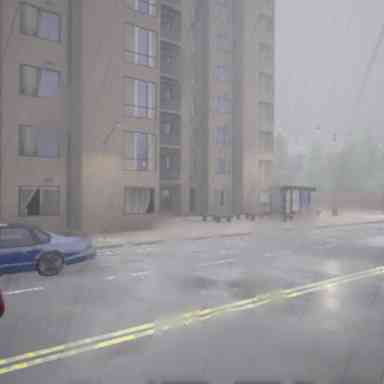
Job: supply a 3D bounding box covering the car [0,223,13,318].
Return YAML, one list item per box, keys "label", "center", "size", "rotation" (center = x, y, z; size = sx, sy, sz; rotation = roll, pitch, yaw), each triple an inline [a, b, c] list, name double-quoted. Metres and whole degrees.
- label: "car"
  center: [-5.227, 1.340, 4.612]
  size: [4.553, 1.767, 2.097]
  rotation: [0, 0, -35]

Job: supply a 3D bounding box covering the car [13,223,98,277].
- label: "car"
  center: [-5.333, 1.549, 8.798]
  size: [5.357, 1.411, 2.033]
  rotation: [0, 0, -35]
